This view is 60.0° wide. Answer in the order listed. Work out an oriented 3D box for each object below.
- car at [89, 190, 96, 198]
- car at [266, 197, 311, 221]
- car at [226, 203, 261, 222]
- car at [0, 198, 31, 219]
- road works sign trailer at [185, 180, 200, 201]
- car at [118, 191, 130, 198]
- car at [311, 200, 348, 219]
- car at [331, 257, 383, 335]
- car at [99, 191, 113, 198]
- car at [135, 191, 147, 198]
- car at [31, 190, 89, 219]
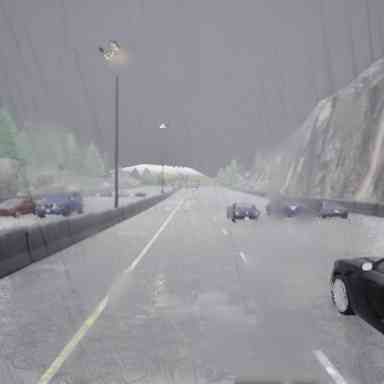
[{"bbox_3d":[-21.010,0.415,68.096,1.837,1.490,4.892,0,2,0],"label":"car"},{"bbox_3d":[7.096,1.152,25.449,2.097,1.767,4.553,0,1,0],"label":"car"},{"bbox_3d":[3.596,1.418,24.053,1.895,1.301,4.718,0,1,0],"label":"car"},{"bbox_3d":[-14.100,1.259,26.840,1.882,1.535,5.008,0,1,0],"label":"car"},{"bbox_3d":[-0.019,-0.275,55.436,2.380,3.560,2.880,0,1,0],"label":"road works sign trailer"},{"bbox_3d":[-14.010,0.511,68.070,1.895,1.301,4.718,0,2,0],"label":"car"},{"bbox_3d":[10.596,1.353,26.356,1.994,1.385,4.181,0,1,0],"label":"car"},{"bbox_3d":[3.600,1.460,4.406,1.882,1.535,5.008,0,0,0],"label":"car"},{"bbox_3d":[-17.510,0.468,68.098,1.994,1.385,4.181,0,2,0],"label":"car"},{"bbox_3d":[-10.510,0.512,68.070,1.895,1.301,4.718,0,2,0],"label":"car"},{"bbox_3d":[-10.602,0.998,27.253,2.150,2.045,5.566,0,1,0],"label":"car"}]
